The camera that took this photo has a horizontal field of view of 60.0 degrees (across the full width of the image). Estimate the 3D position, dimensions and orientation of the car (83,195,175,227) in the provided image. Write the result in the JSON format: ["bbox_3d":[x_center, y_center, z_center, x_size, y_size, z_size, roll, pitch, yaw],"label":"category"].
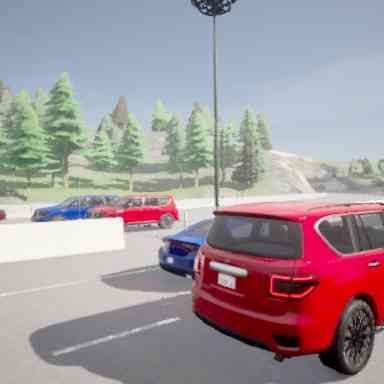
[{"bbox_3d":[-3.314,1.185,19.103,5.566,2.045,2.150,0,0,-38],"label":"car"}]

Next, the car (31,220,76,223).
[{"bbox_3d":[-6.899,1.222,20.754,5.566,2.045,2.150,-1,0,-38],"label":"car"}]

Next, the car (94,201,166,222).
[{"bbox_3d":[-4.869,1.495,26.789,5.357,1.411,2.033,-1,0,-39],"label":"car"}]

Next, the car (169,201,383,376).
[{"bbox_3d":[2.574,1.167,5.757,5.566,2.045,2.150,-1,0,-37],"label":"car"}]

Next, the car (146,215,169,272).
[{"bbox_3d":[1.455,1.422,9.327,5.008,1.535,1.882,-1,0,-37],"label":"car"}]
